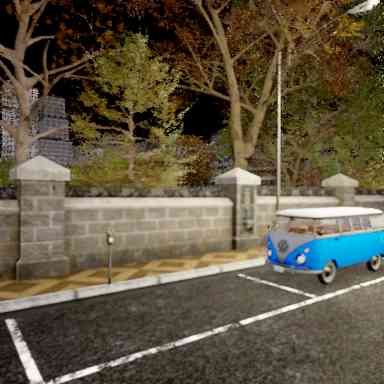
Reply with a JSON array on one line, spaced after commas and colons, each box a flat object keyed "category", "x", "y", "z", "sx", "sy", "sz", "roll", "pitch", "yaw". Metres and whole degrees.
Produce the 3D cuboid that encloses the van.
[{"category": "van", "x": 3.821, "y": 1.341, "z": 9.261, "sx": 3.998, "sy": 1.788, "sz": 1.690, "roll": 0, "pitch": 1, "yaw": -35}]
